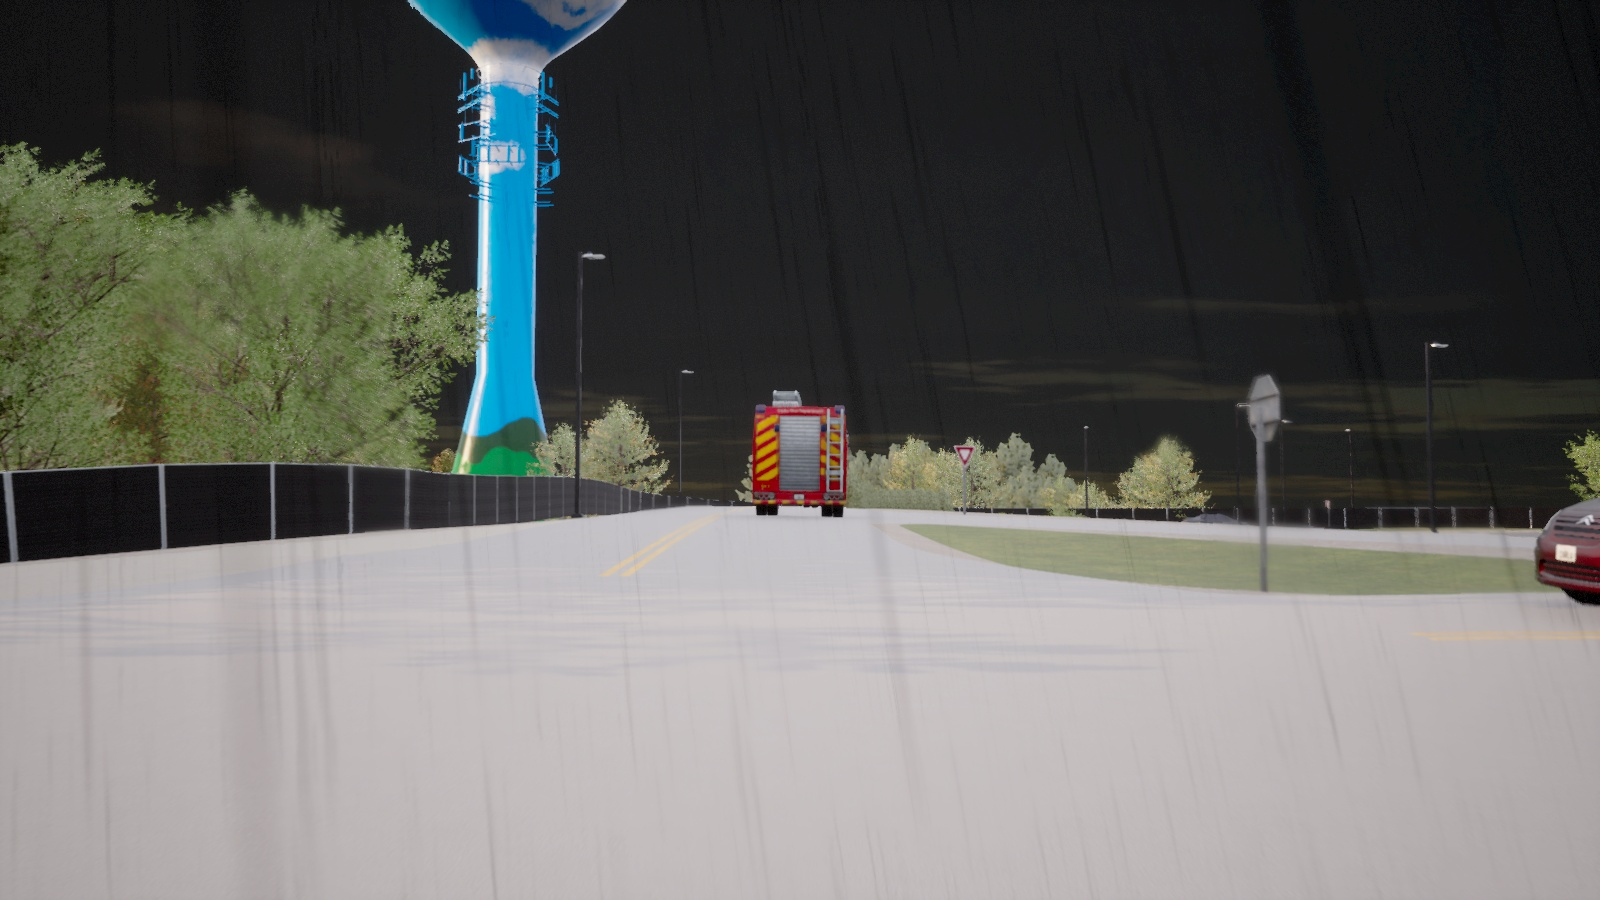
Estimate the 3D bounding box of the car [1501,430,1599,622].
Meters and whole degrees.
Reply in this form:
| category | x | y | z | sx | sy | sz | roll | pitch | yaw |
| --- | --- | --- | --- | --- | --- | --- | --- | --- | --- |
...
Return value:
| category | x | y | z | sx | sy | sz | roll | pitch | yaw |
| --- | --- | --- | --- | --- | --- | --- | --- | --- | --- |
| car | 8.739 | 0.637 | 11.136 | 3.988 | 1.617 | 1.851 | 0 | -1 | 1 |

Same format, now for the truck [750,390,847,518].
| category | x | y | z | sx | sy | sz | roll | pitch | yaw |
| --- | --- | --- | --- | --- | --- | --- | --- | --- | --- |
| truck | 0.020 | 0.271 | 41.962 | 2.891 | 3.827 | 8.468 | 1 | -2 | 1 |
